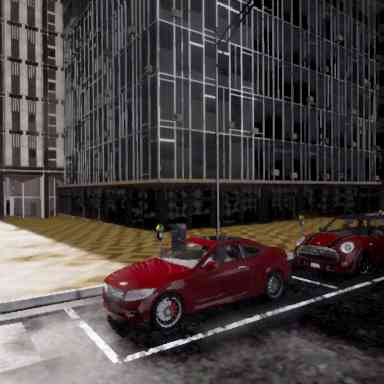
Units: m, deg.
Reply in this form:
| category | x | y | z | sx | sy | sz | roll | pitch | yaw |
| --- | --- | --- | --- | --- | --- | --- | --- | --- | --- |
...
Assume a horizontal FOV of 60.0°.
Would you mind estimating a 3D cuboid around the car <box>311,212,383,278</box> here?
| category | x | y | z | sx | sy | sz | roll | pitch | yaw |
| --- | --- | --- | --- | --- | --- | --- | --- | --- | --- |
| car | 4.921 | 1.438 | 10.080 | 4.097 | 1.590 | 1.967 | 0 | -1 | -35 |

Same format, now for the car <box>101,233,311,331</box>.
| category | x | y | z | sx | sy | sz | roll | pitch | yaw |
| --- | --- | --- | --- | --- | --- | --- | --- | --- | --- |
| car | 0.294 | 1.581 | 6.778 | 4.206 | 1.307 | 1.802 | 0 | -1 | -35 |
